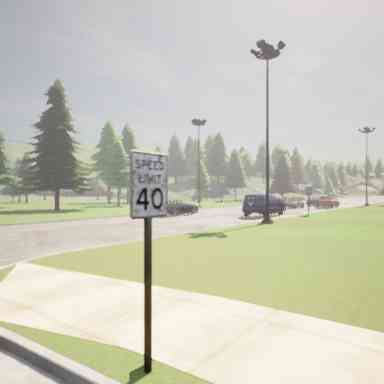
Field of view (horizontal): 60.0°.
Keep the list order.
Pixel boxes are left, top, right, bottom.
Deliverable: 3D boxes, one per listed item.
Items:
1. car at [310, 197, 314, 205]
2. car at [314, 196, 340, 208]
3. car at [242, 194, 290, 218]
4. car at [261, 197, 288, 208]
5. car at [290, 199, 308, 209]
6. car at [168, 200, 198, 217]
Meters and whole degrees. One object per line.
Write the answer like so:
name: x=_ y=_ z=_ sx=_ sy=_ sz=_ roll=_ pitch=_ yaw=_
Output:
car: x=20.236 y=1.546 z=54.344 sx=2.033 sy=1.411 sz=5.357 roll=0 pitch=0 yaw=37
car: x=19.542 y=1.350 z=47.540 sx=2.097 sy=1.767 sz=4.553 roll=0 pitch=0 yaw=38
car: x=6.654 y=1.219 z=30.593 sx=2.150 sy=2.045 sz=5.566 roll=0 pitch=0 yaw=37
car: x=12.431 y=1.492 z=49.780 sx=2.128 sy=1.511 sz=4.902 roll=0 pitch=0 yaw=38
car: x=14.016 y=1.600 z=46.104 sx=1.895 sy=1.301 sz=4.718 roll=0 pitch=0 yaw=38
car: x=-1.352 y=1.490 z=31.650 sx=2.128 sy=1.511 sz=4.902 roll=0 pitch=0 yaw=37
